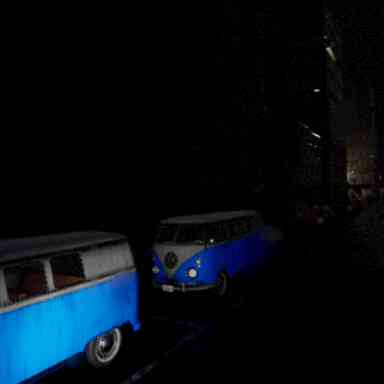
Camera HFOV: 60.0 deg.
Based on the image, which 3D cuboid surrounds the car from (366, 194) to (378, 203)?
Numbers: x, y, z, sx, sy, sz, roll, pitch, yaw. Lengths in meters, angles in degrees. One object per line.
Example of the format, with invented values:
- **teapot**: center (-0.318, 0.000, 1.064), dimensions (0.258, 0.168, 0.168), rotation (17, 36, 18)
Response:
- **car**: center (30.230, 1.029, 55.899), dimensions (1.887, 1.381, 4.507), rotation (-3, -1, 32)

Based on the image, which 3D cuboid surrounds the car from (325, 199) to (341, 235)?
- **car**: center (6.528, 1.399, 18.019), dimensions (1.967, 1.590, 4.097), rotation (-3, -1, 32)

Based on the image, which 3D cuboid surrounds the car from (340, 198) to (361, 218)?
- **car**: center (12.452, 1.284, 27.490), dimensions (1.967, 1.590, 4.097), rotation (-3, -1, 32)

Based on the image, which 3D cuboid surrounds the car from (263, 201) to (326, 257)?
- **car**: center (3.560, 1.331, 13.287), dimensions (2.192, 1.841, 5.009), rotation (-3, -1, 32)

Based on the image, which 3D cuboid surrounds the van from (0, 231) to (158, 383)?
- **van**: center (-2.364, 1.470, 3.816), dimensions (1.690, 1.788, 3.998), rotation (-3, -1, 32)

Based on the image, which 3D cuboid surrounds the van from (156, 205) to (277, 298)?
- **van**: center (0.598, 1.414, 8.551), dimensions (1.690, 1.788, 3.998), rotation (-3, -1, 32)

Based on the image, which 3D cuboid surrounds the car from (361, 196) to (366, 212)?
- **car**: center (15.421, 1.367, 32.223), dimensions (1.802, 1.307, 4.206), rotation (-3, -1, 32)
